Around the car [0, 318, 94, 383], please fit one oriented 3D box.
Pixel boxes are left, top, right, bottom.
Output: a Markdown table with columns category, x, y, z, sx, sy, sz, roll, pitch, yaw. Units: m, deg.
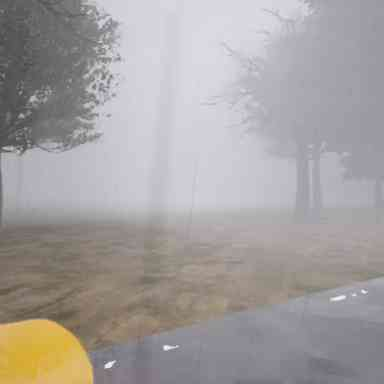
| category | x | y | z | sx | sy | sz | roll | pitch | yaw |
| --- | --- | --- | --- | --- | --- | --- | --- | --- | --- |
| car | -2.847 | 1.469 | 1.152 | 5.008 | 1.535 | 1.882 | 0 | 0 | -36 |
